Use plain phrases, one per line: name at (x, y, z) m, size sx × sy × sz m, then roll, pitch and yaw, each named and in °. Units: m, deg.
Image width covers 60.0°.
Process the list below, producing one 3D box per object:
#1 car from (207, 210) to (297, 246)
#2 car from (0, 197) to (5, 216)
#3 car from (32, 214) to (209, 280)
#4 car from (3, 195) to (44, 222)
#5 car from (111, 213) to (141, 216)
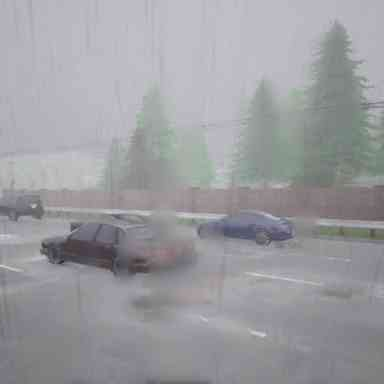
car at (2.375, 1.530, 15.163) m, size 4.674 × 1.442 × 1.812 m, roll 0°, pitch 0°, yaw 36°
car at (-7.982, 1.229, 9.676) m, size 5.566 × 2.045 × 2.150 m, roll 0°, pitch 0°, yaw 36°
car at (-2.365, 1.553, 9.955) m, size 5.357 × 1.411 × 2.033 m, roll 0°, pitch 0°, yaw 36°
car at (-14.330, 1.240, 27.100) m, size 5.566 × 2.045 × 2.150 m, roll 0°, pitch 0°, yaw 36°
car at (-3.494, 1.609, 15.071) m, size 4.718 × 1.301 × 1.895 m, roll 0°, pitch 0°, yaw 36°
